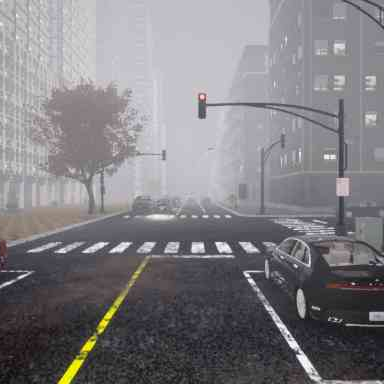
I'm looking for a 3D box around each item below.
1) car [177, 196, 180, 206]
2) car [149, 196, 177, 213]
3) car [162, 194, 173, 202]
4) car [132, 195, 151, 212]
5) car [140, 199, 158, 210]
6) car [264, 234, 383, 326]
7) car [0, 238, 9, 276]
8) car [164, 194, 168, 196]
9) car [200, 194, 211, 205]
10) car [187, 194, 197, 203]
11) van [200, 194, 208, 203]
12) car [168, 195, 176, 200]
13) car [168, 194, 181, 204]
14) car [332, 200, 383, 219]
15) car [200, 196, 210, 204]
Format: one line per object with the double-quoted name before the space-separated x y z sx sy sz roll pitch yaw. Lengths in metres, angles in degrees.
"car" -3.150 1.632 49.841 1.895 1.301 4.718 0 0 0
"car" -3.138 1.511 37.157 2.128 1.511 4.902 0 0 0
"car" -5.776 1.386 78.002 2.192 1.841 5.009 0 0 0
"car" -5.735 1.336 39.342 2.192 1.841 5.009 0 0 0
"car" -5.740 1.593 44.865 1.947 1.339 4.313 0 0 0
"car" 2.681 1.552 6.963 2.008 1.369 4.403 0 0 0
"car" -5.699 1.545 6.954 1.887 1.381 4.507 0 0 0
"car" -5.769 1.627 72.480 1.947 1.339 4.313 0 0 0
"car" 2.623 1.611 61.442 1.947 1.339 4.313 0 0 0
"car" -0.074 1.603 68.670 2.033 1.411 5.357 0 0 0
"van" 2.611 1.402 72.489 1.690 1.788 3.998 0 0 0
"car" -5.793 1.654 94.571 2.008 1.369 4.403 0 0 0
"car" -3.109 1.527 64.619 1.882 1.535 5.008 0 0 0
"car" 13.397 1.350 26.380 4.403 1.369 2.008 -1 1 -1
"car" 2.617 1.578 67.135 1.752 1.417 4.829 0 0 0
